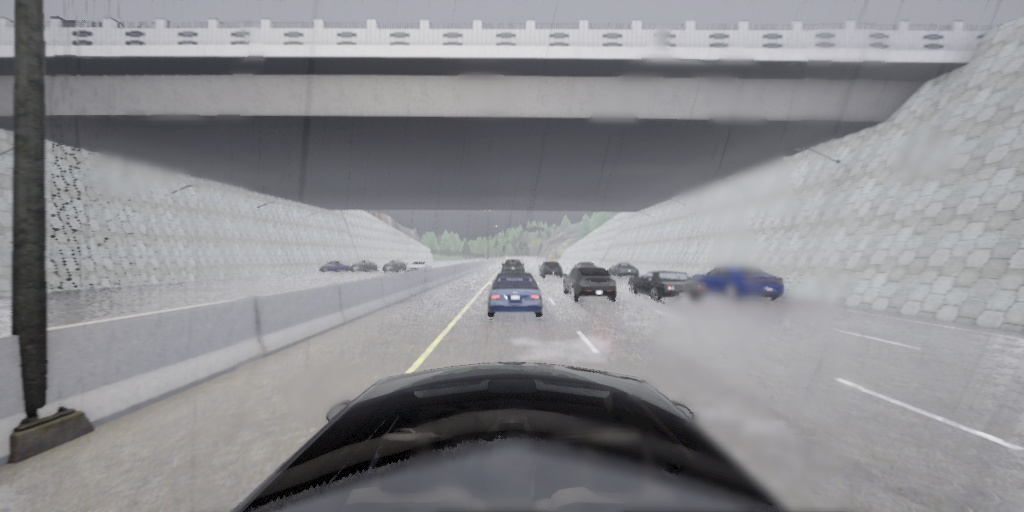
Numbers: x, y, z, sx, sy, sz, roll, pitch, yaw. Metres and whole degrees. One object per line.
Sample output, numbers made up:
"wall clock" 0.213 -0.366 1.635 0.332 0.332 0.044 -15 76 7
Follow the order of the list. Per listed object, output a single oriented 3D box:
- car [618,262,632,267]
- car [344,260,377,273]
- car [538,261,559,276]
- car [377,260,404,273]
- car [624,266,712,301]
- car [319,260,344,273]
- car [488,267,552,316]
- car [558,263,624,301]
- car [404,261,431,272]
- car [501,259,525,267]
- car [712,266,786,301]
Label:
"car" 10.591 1.301 34.323 1.994 1.385 4.181 0 0 0
"car" -17.603 1.225 42.829 2.128 1.511 4.902 0 0 0
"car" 3.592 1.242 33.673 1.837 1.490 4.892 0 0 0
"car" -14.100 1.225 43.371 2.128 1.511 4.902 0 0 0
"car" 7.097 1.345 16.948 1.895 1.301 4.718 0 0 0
"car" -21.098 1.259 42.848 1.812 1.442 4.674 0 0 0
"car" 0.098 1.293 13.274 2.033 1.411 5.357 0 0 0
"car" 3.596 1.249 17.197 1.837 1.490 4.892 0 0 0
"car" -10.605 1.260 41.370 1.812 1.442 4.674 0 0 0
"car" 0.092 1.089 33.348 2.097 1.767 4.553 0 0 0
"car" 10.596 1.221 17.227 1.882 1.535 5.008 0 0 0
